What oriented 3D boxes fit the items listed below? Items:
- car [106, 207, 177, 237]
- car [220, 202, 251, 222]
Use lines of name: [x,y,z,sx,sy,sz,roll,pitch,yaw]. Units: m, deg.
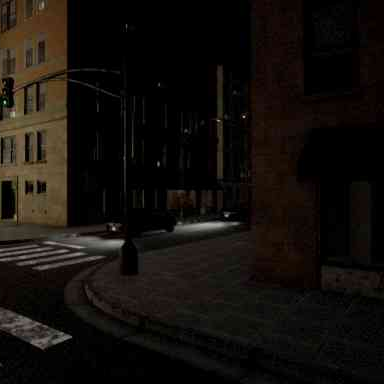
car: [-2.671,1.610,18.782,1.812,1.442,4.674,0,0,34]
car: [4.182,1.643,28.461,2.128,1.511,4.902,0,0,36]
